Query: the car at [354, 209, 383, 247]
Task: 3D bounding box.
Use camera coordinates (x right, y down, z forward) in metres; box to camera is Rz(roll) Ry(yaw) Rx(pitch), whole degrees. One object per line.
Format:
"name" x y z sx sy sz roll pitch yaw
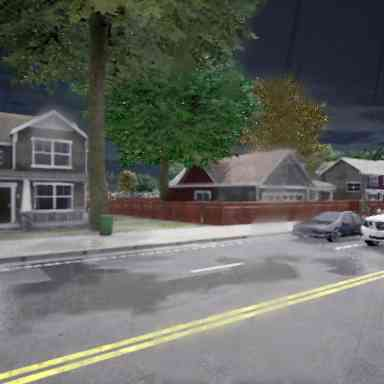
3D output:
"car" 9.752 1.358 14.647 5.566 2.045 2.150 1 0 -36

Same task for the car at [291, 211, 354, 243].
"car" 7.430 1.679 16.983 5.357 1.411 2.033 1 0 -36
